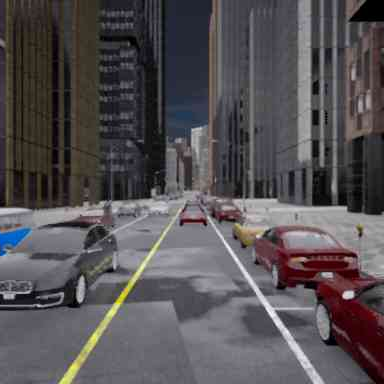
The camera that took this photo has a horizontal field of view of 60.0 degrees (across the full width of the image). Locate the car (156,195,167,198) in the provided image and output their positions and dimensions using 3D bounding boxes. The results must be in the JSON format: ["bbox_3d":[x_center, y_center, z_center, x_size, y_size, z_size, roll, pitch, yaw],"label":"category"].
[{"bbox_3d":[-5.784,1.479,58.780,2.192,1.841,5.009,0,0,0],"label":"car"}]

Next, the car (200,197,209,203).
[{"bbox_3d":[2.741,1.759,75.345,1.887,1.381,4.507,0,0,0],"label":"car"}]

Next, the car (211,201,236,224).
[{"bbox_3d":[2.764,1.615,25.617,1.887,1.381,4.507,0,0,0],"label":"car"}]

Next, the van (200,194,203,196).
[{"bbox_3d":[2.748,1.505,58.769,1.690,1.788,3.998,0,0,0],"label":"van"}]

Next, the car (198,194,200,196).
[{"bbox_3d":[2.745,1.495,64.295,2.192,1.841,5.009,0,0,0],"label":"car"}]

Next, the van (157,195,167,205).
[{"bbox_3d":[-5.784,1.521,64.305,1.690,1.788,3.998,0,0,0],"label":"van"}]

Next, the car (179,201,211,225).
[{"bbox_3d":[0.092,1.633,24.740,1.994,1.385,4.181,0,0,0],"label":"car"}]

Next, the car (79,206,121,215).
[{"bbox_3d":[-5.780,1.638,20.106,1.802,1.307,4.206,0,0,0],"label":"car"}]

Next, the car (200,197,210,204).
[{"bbox_3d":[2.744,1.747,69.820,2.008,1.369,4.403,0,0,0],"label":"car"}]

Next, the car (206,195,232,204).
[{"bbox_3d":[2.761,1.401,31.143,2.192,1.841,5.009,0,0,0],"label":"car"}]

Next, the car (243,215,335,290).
[{"bbox_3d":[2.772,1.569,9.040,1.887,1.381,4.507,0,0,0],"label":"car"}]

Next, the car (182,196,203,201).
[{"bbox_3d":[0.085,1.615,44.691,2.128,1.511,4.902,0,0,0],"label":"car"}]

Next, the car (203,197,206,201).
[{"bbox_3d":[2.757,1.668,42.193,2.008,1.369,4.403,0,0,0],"label":"car"}]

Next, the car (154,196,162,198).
[{"bbox_3d":[-5.782,1.658,47.560,1.752,1.417,4.829,0,0,0],"label":"car"}]

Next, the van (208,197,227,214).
[{"bbox_3d":[2.758,1.443,36.668,1.690,1.788,3.998,0,0,0],"label":"van"}]

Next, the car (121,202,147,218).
[{"bbox_3d":[-5.781,1.637,31.155,2.008,1.369,4.403,0,0,0],"label":"car"}]

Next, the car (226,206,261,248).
[{"bbox_3d":[2.769,1.566,14.736,1.752,1.417,4.829,0,0,0],"label":"car"}]

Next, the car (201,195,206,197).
[{"bbox_3d":[2.751,1.588,53.245,1.967,1.590,4.097,0,0,0],"label":"car"}]

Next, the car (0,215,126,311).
[{"bbox_3d":[-3.083,1.528,8.058,1.837,1.490,4.892,0,0,0],"label":"car"}]

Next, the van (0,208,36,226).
[{"bbox_3d":[-5.780,1.366,9.056,1.690,1.788,3.998,0,0,0],"label":"van"}]

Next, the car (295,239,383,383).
[{"bbox_3d":[2.774,1.554,3.515,1.887,1.381,4.507,0,0,0],"label":"car"}]

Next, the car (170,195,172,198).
[{"bbox_3d":[-5.784,1.722,69.659,1.752,1.417,4.829,0,0,0],"label":"car"}]

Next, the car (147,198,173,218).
[{"bbox_3d":[-3.060,1.613,31.641,1.812,1.442,4.674,0,0,0],"label":"car"}]
